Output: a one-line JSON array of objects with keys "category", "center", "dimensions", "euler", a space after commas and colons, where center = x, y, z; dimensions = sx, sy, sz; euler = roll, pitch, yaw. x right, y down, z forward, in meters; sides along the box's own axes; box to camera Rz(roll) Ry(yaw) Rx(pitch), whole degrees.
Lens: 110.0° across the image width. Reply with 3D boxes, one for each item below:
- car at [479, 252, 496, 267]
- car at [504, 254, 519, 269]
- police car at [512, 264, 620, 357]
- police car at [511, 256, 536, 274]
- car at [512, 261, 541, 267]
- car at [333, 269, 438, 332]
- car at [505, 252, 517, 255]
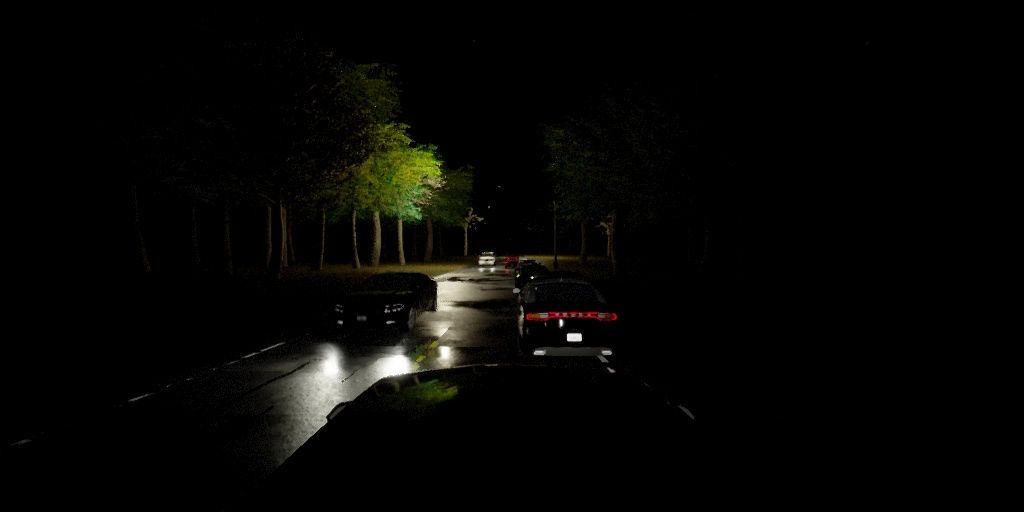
[{"category": "car", "center": [-3.566, 0.489, 52.314], "dimensions": [2.150, 2.045, 5.566], "euler": [0, 2, 0]}, {"category": "car", "center": [0.060, 0.899, 47.254], "dimensions": [1.812, 1.442, 4.674], "euler": [0, 1, 1]}, {"category": "police car", "center": [1.056, 1.166, 8.645], "dimensions": [1.930, 1.638, 5.238], "euler": [0, 0, 0]}, {"category": "police car", "center": [1.065, 1.068, 24.645], "dimensions": [1.930, 1.638, 5.238], "euler": [0, 0, 0]}, {"category": "car", "center": [1.062, 1.199, 18.534], "dimensions": [1.837, 1.490, 4.892], "euler": [0, 0, 0]}, {"category": "car", "center": [-3.593, 1.210, 11.062], "dimensions": [1.882, 1.535, 5.008], "euler": [0, 0, 0]}, {"category": "car", "center": [0.036, 0.290, 60.139], "dimensions": [2.150, 2.045, 5.566], "euler": [0, 2, 0]}]
